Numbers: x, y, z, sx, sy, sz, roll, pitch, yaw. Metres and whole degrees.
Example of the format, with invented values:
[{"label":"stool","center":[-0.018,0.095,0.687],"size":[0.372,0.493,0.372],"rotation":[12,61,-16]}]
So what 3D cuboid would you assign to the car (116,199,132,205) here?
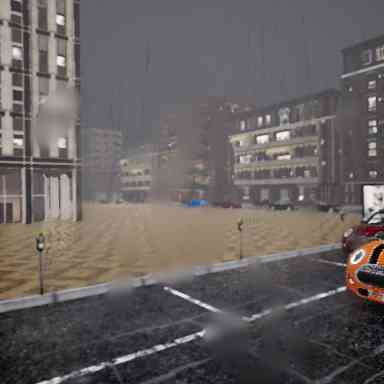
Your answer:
[{"label":"car","center":[-17.528,2.494,83.035],"size":[2.008,1.369,4.403],"rotation":[-2,0,-36]}]

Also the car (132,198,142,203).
[{"label":"car","center":[-14.016,2.476,92.463],"size":[1.947,1.339,4.313],"rotation":[-2,0,-36]}]

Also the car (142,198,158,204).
[{"label":"car","center":[-10.750,2.268,87.955],"size":[1.967,1.590,4.097],"rotation":[-2,0,-36]}]

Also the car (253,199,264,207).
[{"label":"car","center":[12.212,1.833,56.449],"size":[1.802,1.307,4.206],"rotation":[-2,0,-36]}]

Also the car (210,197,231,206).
[{"label":"car","center":[5.607,1.856,65.420],"size":[1.967,1.590,4.097],"rotation":[-2,0,-36]}]

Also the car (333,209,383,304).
[{"label":"car","center":[5.362,1.298,7.209],"size":[4.553,1.767,2.097],"rotation":[0,0,-35]}]

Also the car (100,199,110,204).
[{"label":"car","center":[-24.069,2.653,92.050],"size":[1.887,1.381,4.507],"rotation":[-2,0,-36]}]

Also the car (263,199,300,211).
[{"label":"car","center":[11.802,1.757,42.389],"size":[2.008,1.369,4.403],"rotation":[-2,0,-36]}]

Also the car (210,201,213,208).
[{"label":"car","center":[4.926,1.961,56.576],"size":[1.994,1.385,4.181],"rotation":[-1,0,-36]}]

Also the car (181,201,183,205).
[{"label":"car","center":[-0.934,2.163,74.433],"size":[1.802,1.307,4.206],"rotation":[-2,0,-36]}]

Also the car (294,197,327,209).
[{"label":"car","center":[17.477,1.560,49.272],"size":[1.967,1.590,4.097],"rotation":[-2,0,-36]}]

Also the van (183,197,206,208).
[{"label":"van","center":[0.785,1.824,57.737],"size":[1.690,1.788,3.998],"rotation":[-2,0,-36]}]

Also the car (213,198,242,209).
[{"label":"car","center":[5.714,1.903,50.857],"size":[1.887,1.381,4.507],"rotation":[-2,0,-36]}]

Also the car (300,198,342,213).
[{"label":"car","center":[15.073,1.675,37.881],"size":[2.008,1.369,4.403],"rotation":[-2,0,-36]}]

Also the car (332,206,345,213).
[{"label":"car","center":[7.042,1.362,11.607],"size":[4.097,1.590,1.967],"rotation":[0,0,-36]}]
